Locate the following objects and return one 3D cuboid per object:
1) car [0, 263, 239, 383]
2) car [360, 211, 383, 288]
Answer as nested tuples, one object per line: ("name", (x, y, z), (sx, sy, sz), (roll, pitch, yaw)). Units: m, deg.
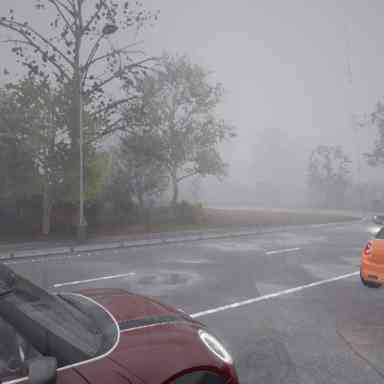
("car", (-1.777, 1.352, 2.444), (4.553, 1.767, 2.097), (0, 0, -36))
("car", (6.089, 1.352, 7.997), (4.553, 1.767, 2.097), (0, 0, -35))
